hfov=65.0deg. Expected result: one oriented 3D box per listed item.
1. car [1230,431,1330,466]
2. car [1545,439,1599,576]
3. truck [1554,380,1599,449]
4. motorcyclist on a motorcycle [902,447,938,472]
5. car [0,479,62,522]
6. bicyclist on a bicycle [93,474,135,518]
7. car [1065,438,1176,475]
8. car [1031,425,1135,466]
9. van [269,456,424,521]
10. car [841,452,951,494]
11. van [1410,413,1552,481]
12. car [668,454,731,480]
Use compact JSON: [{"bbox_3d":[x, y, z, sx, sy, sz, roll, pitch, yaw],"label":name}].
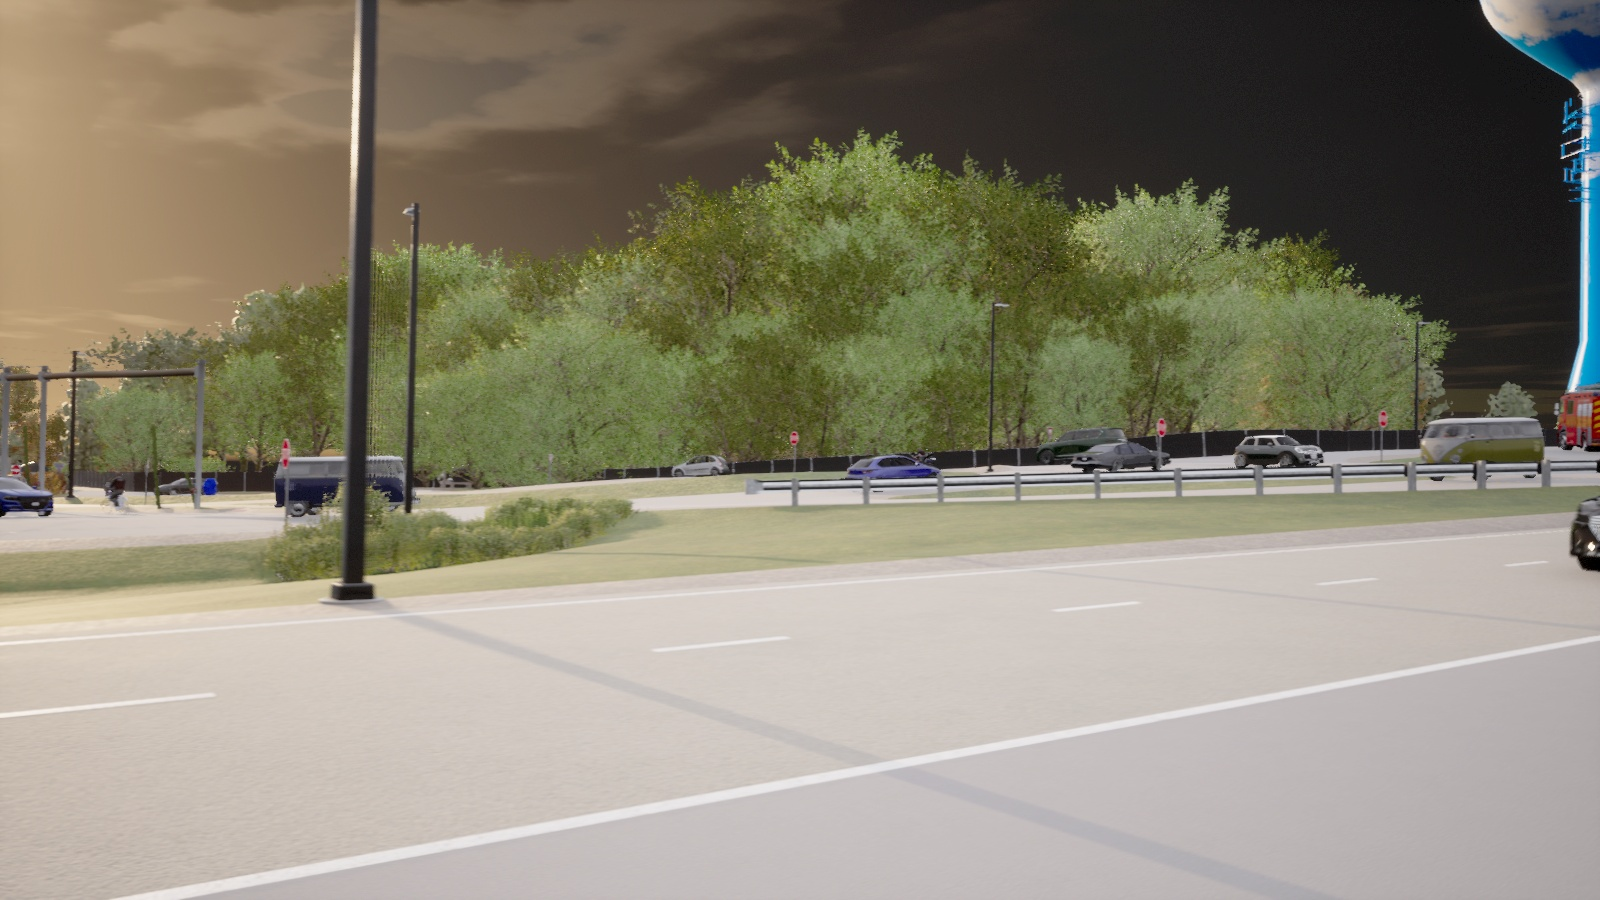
[{"bbox_3d":[21.703,-0.061,56.875,1.970,1.475,3.806,-3,1,-31],"label":"car"},{"bbox_3d":[11.827,0.688,16.156,4.856,1.649,2.033,0,0,-35],"label":"car"},{"bbox_3d":[46.540,-2.042,73.093,2.891,3.827,8.468,0,1,20],"label":"truck"},{"bbox_3d":[7.701,0.612,80.603,2.191,1.530,0.866,-3,-3,42],"label":"motorcyclist on a motorcycle"},{"bbox_3d":[-29.847,1.869,46.762,5.008,1.535,1.882,-2,-2,30],"label":"car"},{"bbox_3d":[-28.383,1.914,51.962,1.843,1.776,0.659,-1,-2,30],"label":"bicyclist on a bicycle"},{"bbox_3d":[15.047,0.267,58.787,5.357,1.411,2.033,-4,2,-36],"label":"car"},{"bbox_3d":[16.266,-0.234,72.391,2.150,2.045,5.566,0,-3,-42],"label":"car"},{"bbox_3d":[-14.909,1.253,41.406,4.442,1.987,1.775,-1,0,-2],"label":"van"},{"bbox_3d":[3.937,0.902,51.225,4.193,1.474,1.816,-3,1,-34],"label":"car"},{"bbox_3d":[21.647,-0.123,39.908,4.442,1.987,1.775,-2,0,-29],"label":"van"},{"bbox_3d":[-7.121,1.217,88.921,3.988,1.617,1.851,-4,-2,14],"label":"car"}]
